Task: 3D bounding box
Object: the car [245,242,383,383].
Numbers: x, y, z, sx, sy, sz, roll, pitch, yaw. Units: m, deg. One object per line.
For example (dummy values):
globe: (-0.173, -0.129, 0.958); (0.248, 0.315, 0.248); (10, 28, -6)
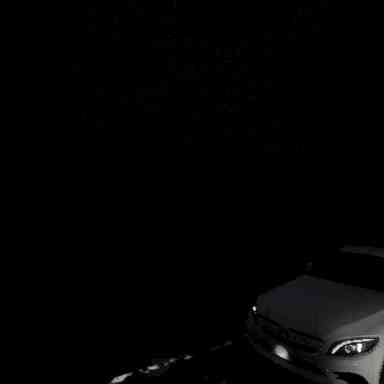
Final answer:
car: (2.923, 1.565, 5.135); (4.674, 1.442, 1.812); (0, 0, -35)
